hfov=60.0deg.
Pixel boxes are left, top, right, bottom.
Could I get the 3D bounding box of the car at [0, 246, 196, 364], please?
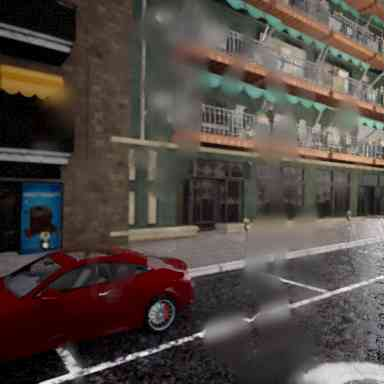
[{"bbox_3d":[-1.878,1.577,5.202,4.206,1.307,1.802,0,1,-35],"label":"car"}]
